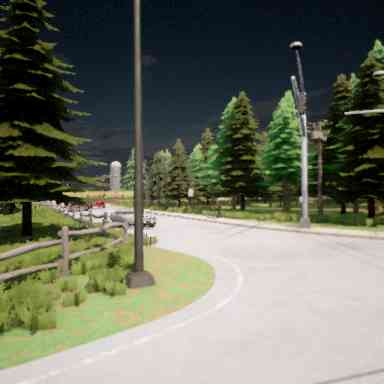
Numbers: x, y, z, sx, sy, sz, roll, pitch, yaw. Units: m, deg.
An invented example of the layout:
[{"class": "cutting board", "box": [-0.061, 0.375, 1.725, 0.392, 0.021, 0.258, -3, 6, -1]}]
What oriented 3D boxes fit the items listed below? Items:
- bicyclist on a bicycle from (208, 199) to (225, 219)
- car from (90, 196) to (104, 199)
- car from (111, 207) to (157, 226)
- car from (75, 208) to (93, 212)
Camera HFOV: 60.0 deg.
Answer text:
[{"class": "bicyclist on a bicycle", "box": [1.973, 1.391, 27.173, 1.656, 1.620, 0.582, -1, 0, -27]}, {"class": "car", "box": [-15.090, 1.570, 52.194, 2.150, 2.045, 5.566, 0, 0, -26]}, {"class": "car", "box": [-4.066, 1.721, 22.649, 1.895, 1.301, 4.718, 0, 0, -28]}, {"class": "car", "box": [-14.529, 1.870, 43.025, 1.994, 1.385, 4.181, 0, 0, -27]}]
